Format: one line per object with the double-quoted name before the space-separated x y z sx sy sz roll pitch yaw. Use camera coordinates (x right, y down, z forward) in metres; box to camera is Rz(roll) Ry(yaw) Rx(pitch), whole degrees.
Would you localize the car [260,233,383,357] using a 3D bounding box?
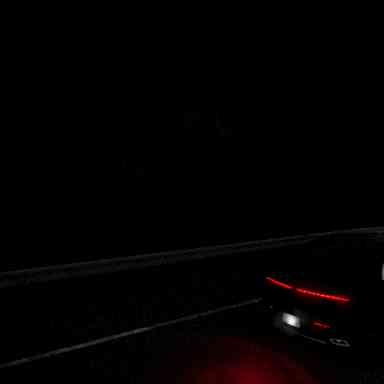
"car" 3.377 1.507 5.974 4.892 1.490 1.837 -1 0 -34
